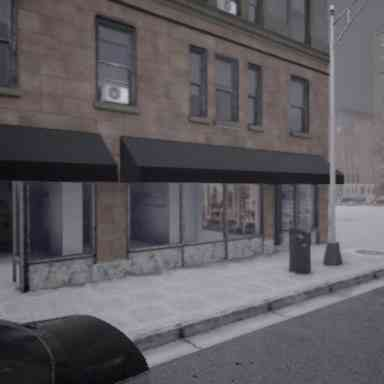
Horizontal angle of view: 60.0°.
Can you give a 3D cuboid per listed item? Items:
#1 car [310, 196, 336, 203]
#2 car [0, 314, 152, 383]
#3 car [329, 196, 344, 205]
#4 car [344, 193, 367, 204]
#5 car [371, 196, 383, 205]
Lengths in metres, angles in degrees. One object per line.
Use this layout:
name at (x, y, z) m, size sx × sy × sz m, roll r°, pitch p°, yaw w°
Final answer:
car at (25.096, 1.419, 63.839) m, size 1.947 × 1.339 × 4.313 m, roll 0°, pitch 0°, yaw -35°
car at (-2.518, 1.481, 1.275) m, size 5.008 × 1.535 × 1.882 m, roll 0°, pitch 0°, yaw -36°
car at (21.846, 1.459, 54.570) m, size 2.008 × 1.369 × 4.403 m, roll 0°, pitch 0°, yaw -35°
car at (28.380, 1.169, 59.227) m, size 2.192 × 1.841 × 5.009 m, roll 0°, pitch 0°, yaw -35°
car at (31.667, 1.295, 54.616) m, size 1.967 × 1.590 × 4.097 m, roll 0°, pitch 0°, yaw -35°
